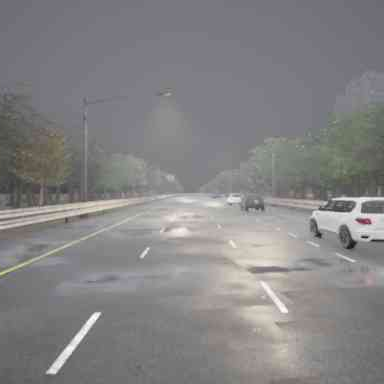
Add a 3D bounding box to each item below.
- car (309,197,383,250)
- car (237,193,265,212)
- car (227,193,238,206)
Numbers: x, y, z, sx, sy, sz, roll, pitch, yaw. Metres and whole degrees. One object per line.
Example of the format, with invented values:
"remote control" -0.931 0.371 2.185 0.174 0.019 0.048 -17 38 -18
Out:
"car" 7.009 1.229 14.504 2.150 2.045 5.566 0 0 0
"car" 7.075 1.250 39.159 2.150 2.045 5.566 0 0 0
"car" 7.150 1.282 55.747 2.150 2.045 5.566 0 0 0
